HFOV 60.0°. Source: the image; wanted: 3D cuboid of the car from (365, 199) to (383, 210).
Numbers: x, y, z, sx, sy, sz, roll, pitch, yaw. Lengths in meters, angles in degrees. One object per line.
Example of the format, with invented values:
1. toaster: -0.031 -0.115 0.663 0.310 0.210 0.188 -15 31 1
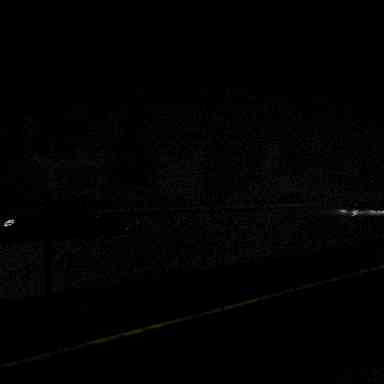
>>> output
1. car: 25.358 1.641 43.519 4.902 1.511 2.128 0 0 -35

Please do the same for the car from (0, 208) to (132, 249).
1. car: -5.111 1.560 13.243 5.357 1.411 2.033 0 0 -35

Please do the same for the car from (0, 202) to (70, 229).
1. car: -10.913 1.506 22.002 4.902 1.511 2.128 0 0 -35

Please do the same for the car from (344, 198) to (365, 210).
1. car: 23.124 1.628 46.229 5.008 1.535 1.882 0 0 -35

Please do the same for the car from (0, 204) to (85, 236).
1. car: -8.902 1.519 19.137 4.892 1.490 1.837 0 0 -35

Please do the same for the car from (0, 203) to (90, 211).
1. car: -6.910 1.366 16.259 4.553 1.767 2.097 0 0 -35
